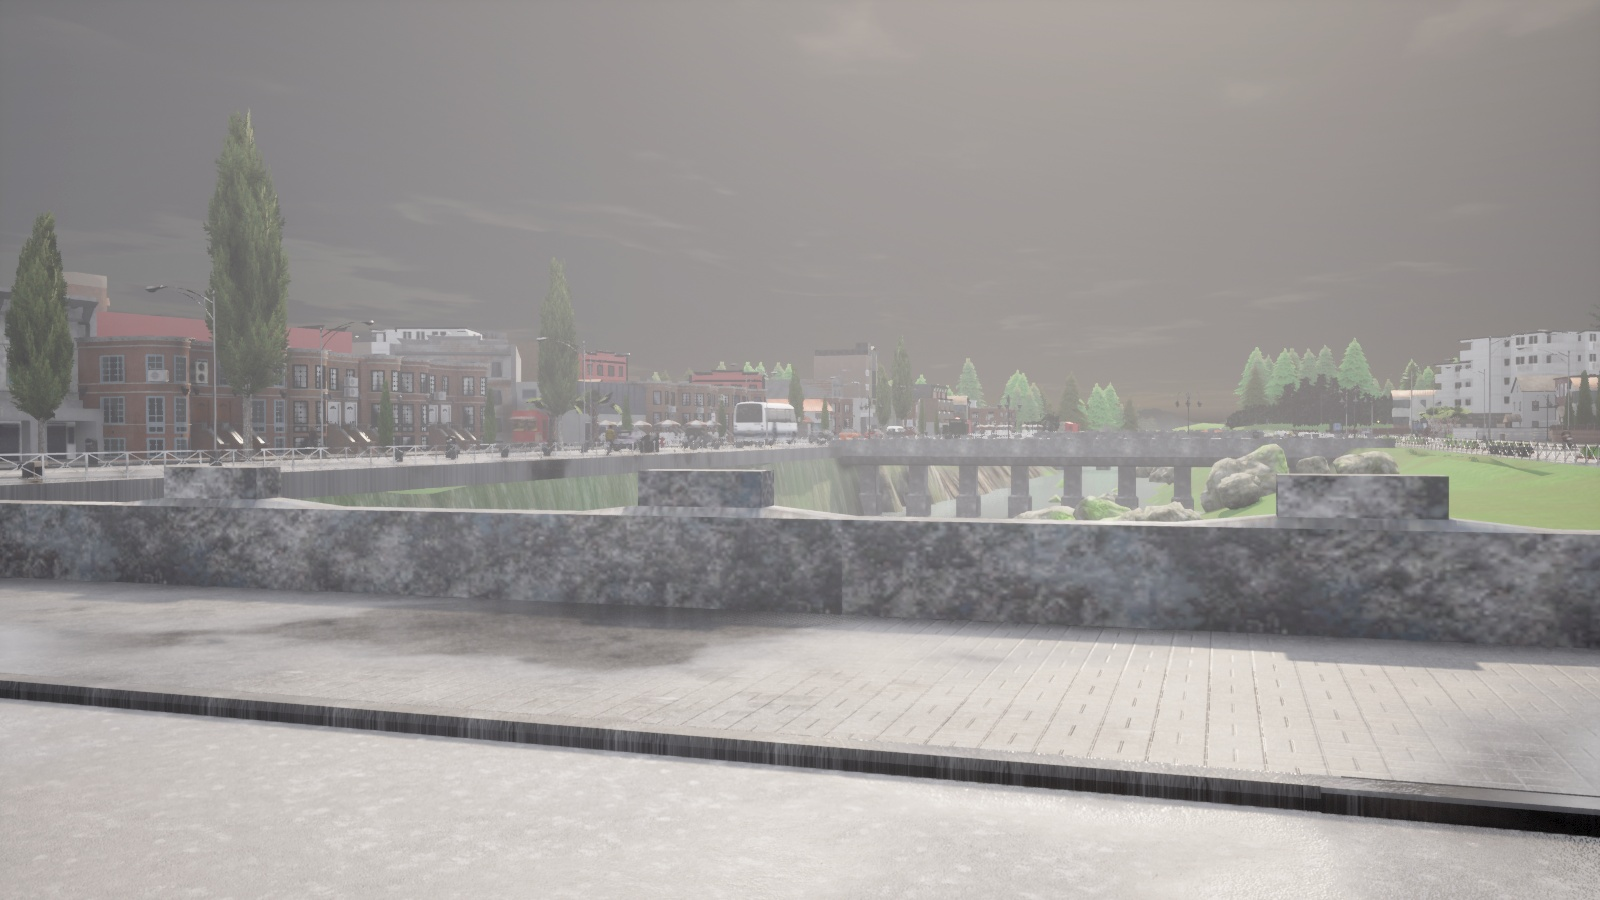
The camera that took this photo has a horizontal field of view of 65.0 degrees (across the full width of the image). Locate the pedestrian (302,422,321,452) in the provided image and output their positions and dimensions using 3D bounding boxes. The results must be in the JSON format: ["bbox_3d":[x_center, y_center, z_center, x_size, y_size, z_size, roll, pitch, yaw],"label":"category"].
[{"bbox_3d":[-29.681,-0.801,76.366,0.634,1.844,0.899,1,1,19],"label":"pedestrian"}]

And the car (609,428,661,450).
[{"bbox_3d":[-12.642,-0.837,96.547,2.033,1.649,4.856,1,1,19],"label":"car"}]
